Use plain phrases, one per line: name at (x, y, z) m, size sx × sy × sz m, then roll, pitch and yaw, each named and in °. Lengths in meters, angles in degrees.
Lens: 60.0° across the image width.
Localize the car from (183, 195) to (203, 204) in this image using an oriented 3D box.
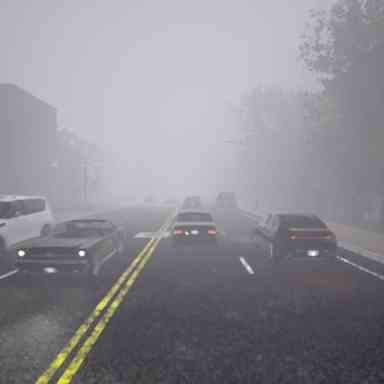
car at (0.089, 1.123, 34.946) m, size 2.097 × 1.767 × 4.553 m, roll 0°, pitch 0°, yaw 0°

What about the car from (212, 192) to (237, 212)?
car at (3.339, 0.995, 34.551) m, size 2.150 × 2.045 × 5.566 m, roll 0°, pitch 0°, yaw 0°

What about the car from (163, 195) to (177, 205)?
car at (-3.337, 1.208, 51.592) m, size 2.033 × 1.411 × 5.357 m, roll 0°, pitch 0°, yaw 0°

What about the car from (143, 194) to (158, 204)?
car at (-6.583, 1.157, 52.927) m, size 1.837 × 1.490 × 4.892 m, roll 0°, pitch 0°, yaw 0°

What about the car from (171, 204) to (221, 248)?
car at (0.093, 1.453, 14.279) m, size 2.033 × 1.411 × 5.357 m, roll 0°, pitch 0°, yaw 0°

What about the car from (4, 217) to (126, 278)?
car at (-3.354, 1.534, 10.086) m, size 1.895 × 1.301 × 4.718 m, roll 0°, pitch 0°, yaw 0°

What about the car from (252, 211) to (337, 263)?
car at (3.346, 1.428, 11.621) m, size 1.837 × 1.490 × 4.892 m, roll 0°, pitch 0°, yaw 0°

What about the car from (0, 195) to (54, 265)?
car at (-6.605, 1.147, 11.175) m, size 2.150 × 2.045 × 5.566 m, roll 0°, pitch 0°, yaw 0°
